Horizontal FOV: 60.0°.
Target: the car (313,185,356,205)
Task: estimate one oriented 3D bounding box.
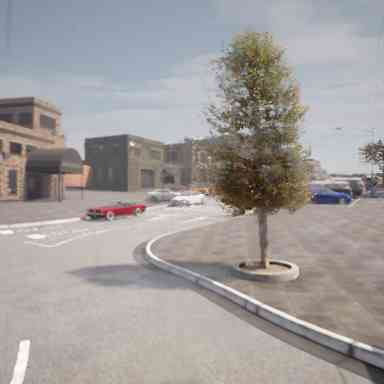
[{"bbox_3d":[12.397,0.362,31.654,5.008,1.535,2.097,0,4,13],"label":"car"}]

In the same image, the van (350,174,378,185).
[{"bbox_3d":[33.258,-2.483,64.589,4.442,1.987,1.878,0,4,11],"label":"van"}]

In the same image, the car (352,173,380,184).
[{"bbox_3d":[26.920,-1.702,54.380,5.566,2.045,2.435,0,4,12],"label":"car"}]

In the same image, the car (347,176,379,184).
[{"bbox_3d":[34.515,-2.457,67.216,5.366,1.575,1.946,0,4,11],"label":"car"}]

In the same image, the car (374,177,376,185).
[{"bbox_3d":[25.328,-1.219,51.850,4.792,1.488,2.163,0,4,12],"label":"car"}]

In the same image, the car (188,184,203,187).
[{"bbox_3d":[-1.467,0.103,41.496,4.792,1.488,2.163,-2,3,11],"label":"car"}]

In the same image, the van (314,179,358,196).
[{"bbox_3d":[14.128,-0.064,34.130,4.442,1.987,1.878,0,4,13],"label":"van"}]

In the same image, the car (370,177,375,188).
[{"bbox_3d":[23.707,-1.045,49.306,4.892,1.521,2.231,0,4,12],"label":"car"}]

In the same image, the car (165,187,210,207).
[{"bbox_3d":[-0.325,0.605,33.436,1.812,1.442,4.674,1,4,31],"label":"car"}]

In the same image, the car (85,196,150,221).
[{"bbox_3d":[-5.567,1.277,24.687,1.895,1.301,4.718,1,3,32],"label":"car"}]

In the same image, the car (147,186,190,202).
[{"bbox_3d":[-2.999,0.312,38.969,4.674,1.452,2.002,-2,3,11],"label":"car"}]

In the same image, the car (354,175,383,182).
[{"bbox_3d":[39.544,-3.009,74.793,5.366,1.575,1.946,0,3,12],"label":"car"}]

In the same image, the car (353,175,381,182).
[{"bbox_3d":[40.742,-3.183,77.413,5.366,1.575,1.946,0,4,12],"label":"car"}]

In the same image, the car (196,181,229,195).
[{"bbox_3d":[3.043,-0.645,49.069,4.553,1.767,2.185,-2,4,11],"label":"car"}]

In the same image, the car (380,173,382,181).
[{"bbox_3d":[30.068,-2.107,59.494,5.566,2.045,2.435,0,4,11],"label":"car"}]

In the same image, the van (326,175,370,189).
[{"bbox_3d":[20.595,-0.869,44.213,4.442,1.987,1.878,0,4,13],"label":"van"}]

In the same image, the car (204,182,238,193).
[{"bbox_3d":[4.520,-0.717,51.618,5.008,1.535,2.097,-2,3,11],"label":"car"}]

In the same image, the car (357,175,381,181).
[{"bbox_3d":[42.454,-3.314,79.928,4.792,1.488,2.163,0,4,12],"label":"car"}]

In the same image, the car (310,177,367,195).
[{"bbox_3d":[15.600,-0.290,36.671,5.566,2.045,2.435,0,4,13],"label":"car"}]

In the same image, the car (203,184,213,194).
[{"bbox_3d":[0.031,-0.249,44.011,4.553,1.767,2.185,-2,4,11],"label":"car"}]
